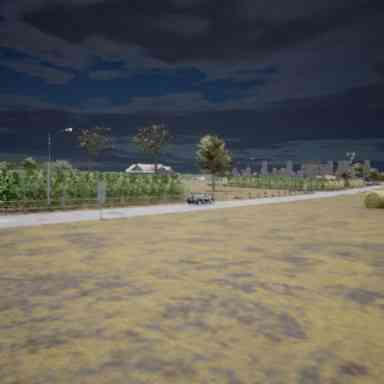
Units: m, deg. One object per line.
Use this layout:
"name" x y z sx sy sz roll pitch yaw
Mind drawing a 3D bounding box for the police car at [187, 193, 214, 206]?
"police car" 1.159 0.957 46.695 1.930 1.638 5.238 3 2 36
